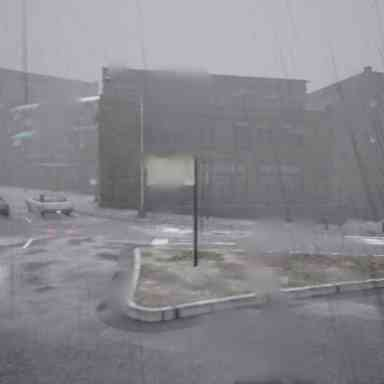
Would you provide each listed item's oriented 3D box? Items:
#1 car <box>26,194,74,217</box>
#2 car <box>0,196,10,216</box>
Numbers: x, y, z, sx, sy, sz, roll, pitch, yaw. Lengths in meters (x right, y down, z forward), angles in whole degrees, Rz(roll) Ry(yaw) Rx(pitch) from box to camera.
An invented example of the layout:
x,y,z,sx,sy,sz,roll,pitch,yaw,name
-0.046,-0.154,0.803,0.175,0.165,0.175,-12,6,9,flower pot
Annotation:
x,y,z,sx,sy,sz,roll,pitch,yaw,name
-9.617,0.782,22.248,1.895,1.301,4.718,-1,4,-39,car
-12.953,0.716,20.970,1.994,1.385,4.181,-1,5,-40,car
